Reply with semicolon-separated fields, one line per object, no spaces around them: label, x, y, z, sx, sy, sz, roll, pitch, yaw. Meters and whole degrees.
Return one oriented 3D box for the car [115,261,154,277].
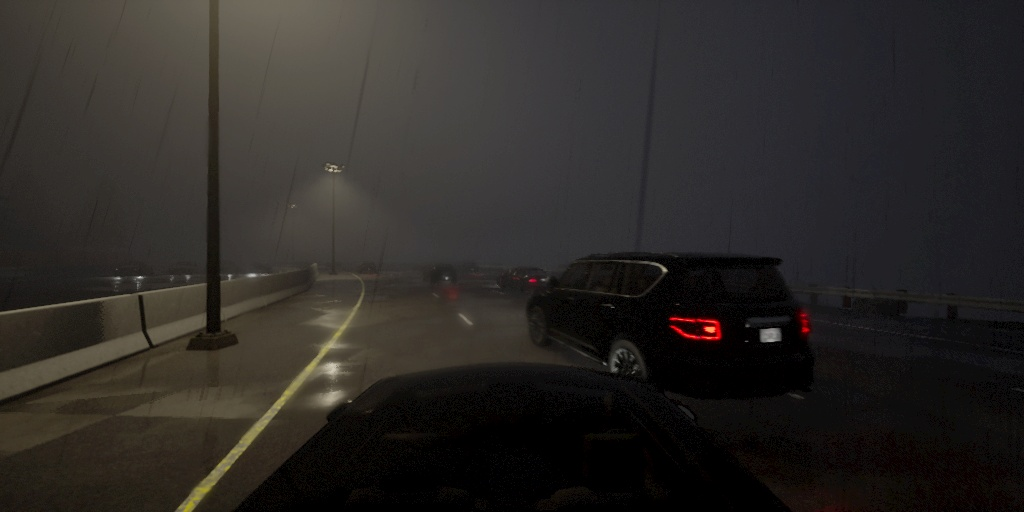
car;-38.028;1.265;36.193;1.812;1.442;4.674;0;0;-31

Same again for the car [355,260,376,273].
car;-17.610;1.281;43.164;1.837;1.490;4.892;0;-1;-30

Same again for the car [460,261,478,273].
car;-5.666;1.300;43.425;1.837;1.490;4.892;1;-1;-28

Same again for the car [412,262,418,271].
car;-11.670;1.393;46.900;1.895;1.301;4.718;0;0;-30

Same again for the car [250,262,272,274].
car;-29.039;1.361;41.608;1.895;1.301;4.718;0;0;-31

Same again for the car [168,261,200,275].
car;-35.812;1.295;39.303;2.033;1.411;5.357;0;0;-32

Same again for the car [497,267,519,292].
car;0.744;1.324;21.217;2.033;1.411;5.357;0;0;-22

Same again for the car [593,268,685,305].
car;5.857;1.343;17.125;1.994;1.385;4.181;0;0;-19

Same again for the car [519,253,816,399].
car;2.072;0.979;6.527;2.150;2.045;5.566;1;0;-17

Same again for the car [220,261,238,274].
car;-32.873;1.302;41.203;2.033;1.411;5.357;0;0;-32

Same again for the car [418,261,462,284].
car;-5.573;1.280;27.243;1.837;1.490;4.892;1;-1;-24
